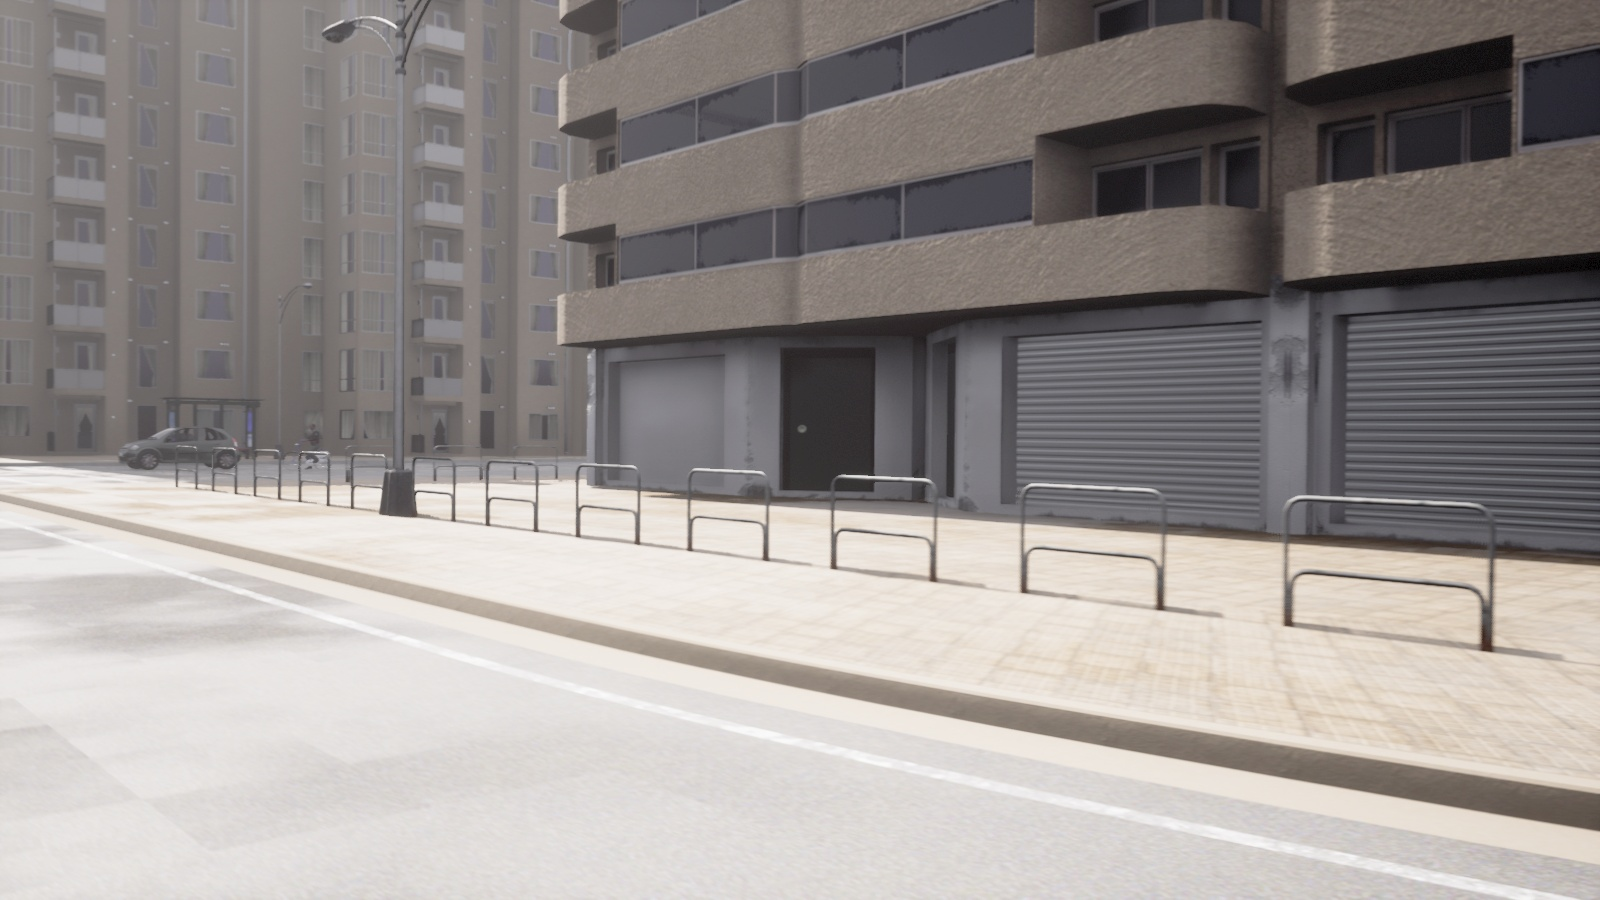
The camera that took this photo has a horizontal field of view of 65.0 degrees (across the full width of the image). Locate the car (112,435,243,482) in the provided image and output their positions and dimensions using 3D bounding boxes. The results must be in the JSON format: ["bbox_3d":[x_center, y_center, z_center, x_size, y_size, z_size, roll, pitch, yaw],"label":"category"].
[{"bbox_3d":[-23.105,0.287,46.686,3.988,1.617,1.851,-1,1,-43],"label":"car"}]

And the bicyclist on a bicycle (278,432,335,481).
[{"bbox_3d":[-18.252,0.222,46.436,1.843,1.776,0.659,-1,1,-43],"label":"bicyclist on a bicycle"}]
